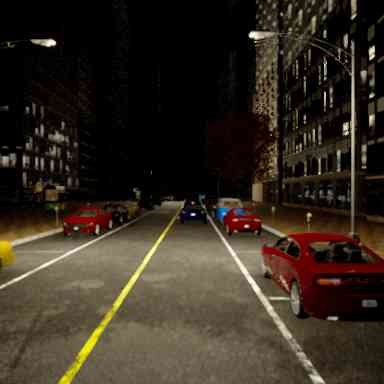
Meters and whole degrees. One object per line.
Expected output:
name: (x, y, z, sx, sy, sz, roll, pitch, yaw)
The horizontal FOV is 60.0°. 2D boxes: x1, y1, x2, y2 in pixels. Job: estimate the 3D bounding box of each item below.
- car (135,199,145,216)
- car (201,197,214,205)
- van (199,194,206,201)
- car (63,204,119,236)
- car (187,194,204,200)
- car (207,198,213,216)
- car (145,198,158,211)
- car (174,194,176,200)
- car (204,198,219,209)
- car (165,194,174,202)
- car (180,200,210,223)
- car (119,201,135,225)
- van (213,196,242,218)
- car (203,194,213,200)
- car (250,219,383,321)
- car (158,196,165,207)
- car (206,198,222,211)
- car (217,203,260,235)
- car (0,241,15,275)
car: (-5.698, 1.529, 29.759, 1.752, 1.417, 4.829, 0, 0, 0)
car: (2.677, 1.569, 58.270, 1.947, 1.339, 4.313, 0, 0, 0)
van: (2.671, 1.338, 86.610, 1.690, 1.788, 3.998, 0, 0, 0)
car: (-5.696, 1.547, 18.593, 1.887, 1.381, 4.507, 0, 0, 0)
car: (0.091, 1.356, 42.144, 2.097, 1.767, 4.553, 0, 0, 0)
car: (2.683, 1.554, 29.930, 2.008, 1.369, 4.403, 0, 0, 0)
car: (-5.700, 1.569, 41.264, 1.947, 1.339, 4.313, 0, 0, 0)
car: (-5.709, 1.437, 86.610, 1.967, 1.590, 4.097, 0, 0, 0)
car: (2.679, 1.586, 46.933, 1.802, 1.307, 4.206, 0, 0, 0)
car: (-5.707, 1.566, 75.273, 1.947, 1.339, 4.313, 0, 0, 0)
car: (0.095, 1.567, 25.716, 1.994, 1.385, 4.181, 0, 0, 0)
car: (-5.697, 1.569, 24.261, 1.947, 1.339, 4.313, 0, 0, 0)
van: (2.683, 1.344, 24.261, 1.690, 1.788, 3.998, 0, 0, 0)
car: (2.681, 1.319, 35.597, 2.192, 1.841, 5.009, 0, 0, 0)
car: (2.686, 1.546, 7.258, 1.887, 1.381, 4.507, 0, 0, 0)
car: (-5.702, 1.585, 52.601, 1.802, 1.307, 4.206, 0, 0, 0)
car: (2.680, 1.529, 41.435, 1.752, 1.417, 4.829, 0, 0, 0)
car: (2.684, 1.548, 18.594, 1.887, 1.381, 4.507, 0, 0, 0)
car: (-5.694, 1.526, 7.087, 1.752, 1.417, 4.829, 0, 0, 0)
